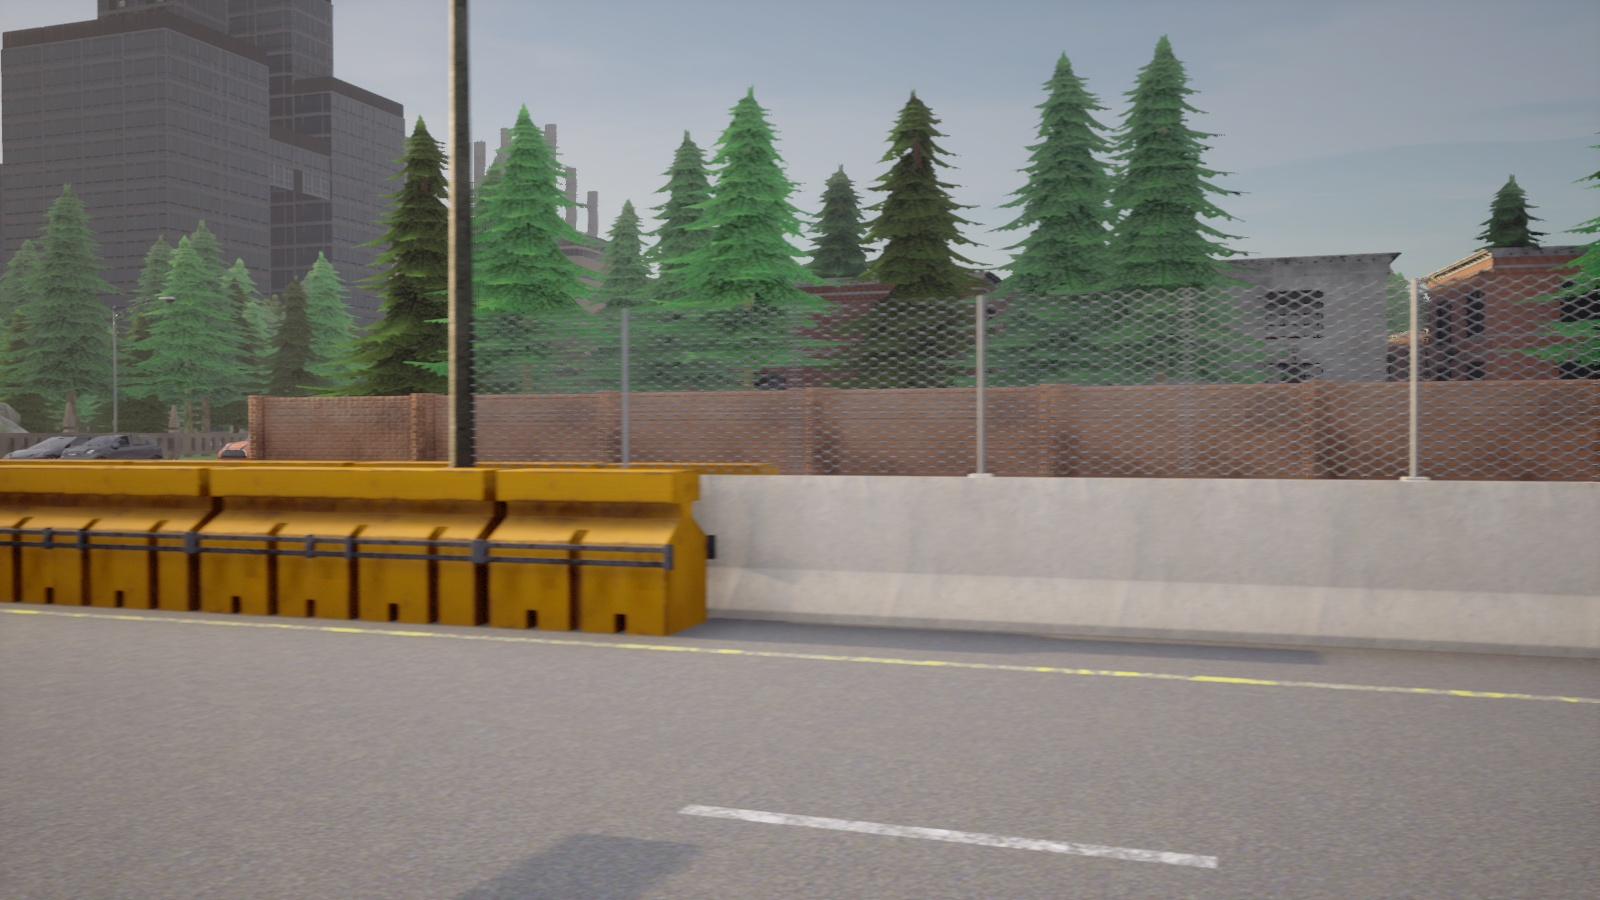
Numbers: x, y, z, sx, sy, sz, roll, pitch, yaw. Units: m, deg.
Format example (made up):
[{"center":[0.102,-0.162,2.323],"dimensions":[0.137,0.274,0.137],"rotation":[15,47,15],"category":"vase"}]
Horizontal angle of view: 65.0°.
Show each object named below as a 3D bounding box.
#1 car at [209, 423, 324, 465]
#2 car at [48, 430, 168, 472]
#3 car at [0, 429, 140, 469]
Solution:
[{"center":[-23.194,-0.280,54.786],"dimensions":[2.097,1.767,4.553],"rotation":[1,1,18],"category":"car"},{"center":[-25.801,-0.008,46.923],"dimensions":[1.845,1.501,3.633],"rotation":[1,1,18],"category":"car"},{"center":[-28.700,-0.071,49.298],"dimensions":[2.163,1.488,4.792],"rotation":[1,1,18],"category":"car"}]
